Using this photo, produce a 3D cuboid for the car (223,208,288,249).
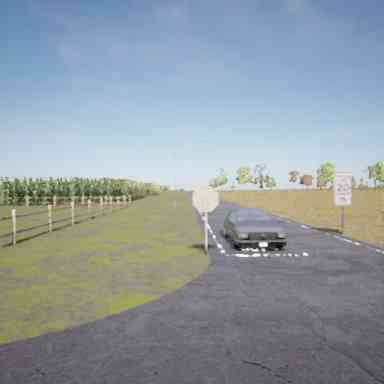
[{"bbox_3d":[2.413,1.386,14.034,2.033,1.411,5.357,0,1,-1],"label":"car"}]
